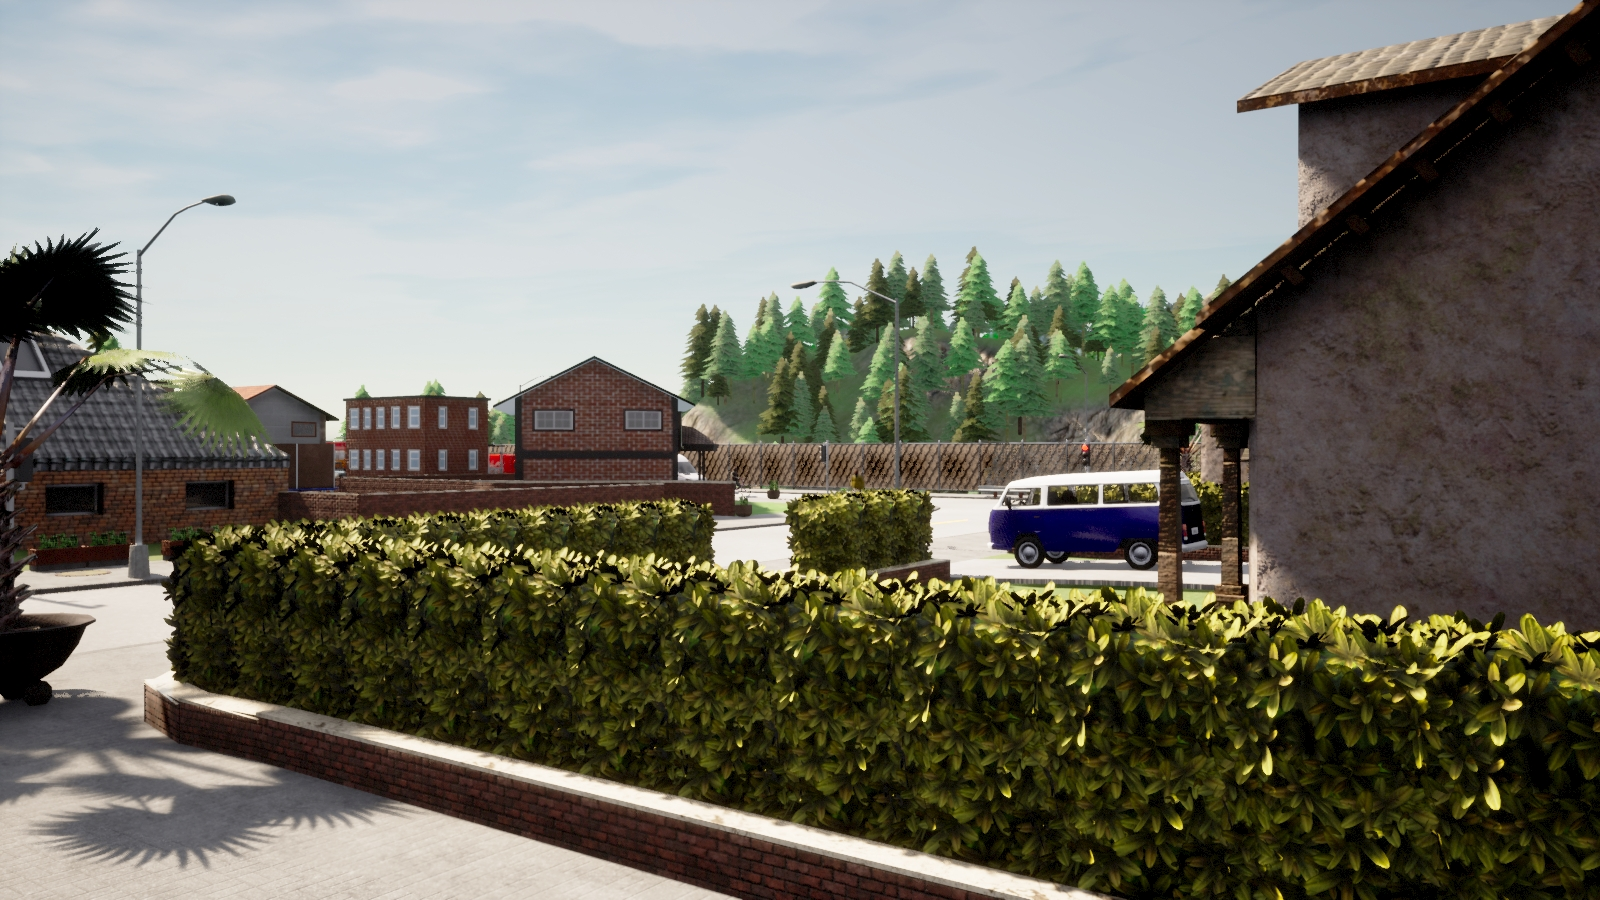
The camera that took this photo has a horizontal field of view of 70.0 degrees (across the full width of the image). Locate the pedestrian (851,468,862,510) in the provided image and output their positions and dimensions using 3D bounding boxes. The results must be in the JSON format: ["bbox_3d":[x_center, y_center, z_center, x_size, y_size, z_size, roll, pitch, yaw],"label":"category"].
[{"bbox_3d":[2.526,1.735,50.856,0.375,1.860,0.375,0,0,21],"label":"pedestrian"}]

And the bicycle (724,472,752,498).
[{"bbox_3d":[-3.643,2.044,67.431,1.835,1.471,0.329,0,0,35],"label":"bicycle"}]
